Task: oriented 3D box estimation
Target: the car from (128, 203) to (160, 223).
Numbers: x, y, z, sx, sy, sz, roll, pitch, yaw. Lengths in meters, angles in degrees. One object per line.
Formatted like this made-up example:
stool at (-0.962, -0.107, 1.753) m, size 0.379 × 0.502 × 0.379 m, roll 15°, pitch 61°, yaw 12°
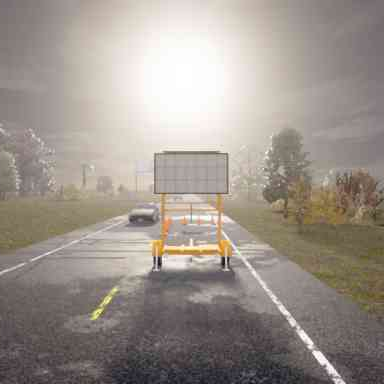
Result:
car at (-3.544, 1.553, 25.532) m, size 2.033 × 1.411 × 5.357 m, roll 0°, pitch 0°, yaw 0°

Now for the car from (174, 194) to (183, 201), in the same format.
car at (-3.654, 1.295, 88.684) m, size 2.150 × 2.045 × 5.566 m, roll 0°, pitch 0°, yaw 0°

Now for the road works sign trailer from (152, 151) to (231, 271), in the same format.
road works sign trailer at (-0.019, 0.465, 10.890) m, size 2.380 × 3.560 × 2.880 m, roll 0°, pitch 0°, yaw 0°
